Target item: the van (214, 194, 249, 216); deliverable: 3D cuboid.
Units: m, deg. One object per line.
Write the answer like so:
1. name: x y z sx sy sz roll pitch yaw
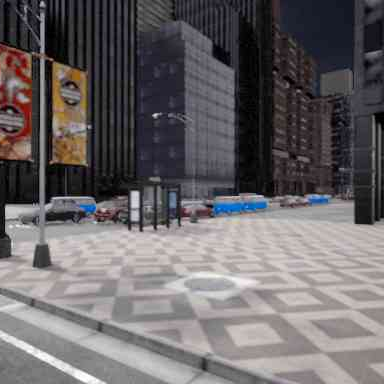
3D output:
1. van: 3.550 1.326 31.952 1.690 1.788 3.998 0 0 35

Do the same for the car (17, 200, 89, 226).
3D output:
1. car: -9.746 1.502 23.393 1.812 1.442 4.674 0 0 37

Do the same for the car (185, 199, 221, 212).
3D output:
1. car: 1.384 1.565 39.005 1.895 1.301 4.718 0 0 36

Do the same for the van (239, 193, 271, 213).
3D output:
1. van: 6.844 1.324 36.575 1.690 1.788 3.998 0 0 35

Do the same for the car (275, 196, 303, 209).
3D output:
1. car: 13.433 1.563 45.823 1.802 1.307 4.206 0 0 35

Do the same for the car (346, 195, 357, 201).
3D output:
1. car: 39.890 1.509 82.952 1.752 1.417 4.829 0 0 35

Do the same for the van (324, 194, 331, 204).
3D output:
1. van: 23.318 1.323 59.694 1.690 1.788 3.998 0 0 35

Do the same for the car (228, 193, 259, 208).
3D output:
1. car: 7.457 1.184 47.449 2.150 2.045 5.566 0 0 36

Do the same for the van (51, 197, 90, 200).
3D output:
1. van: -9.983 1.306 27.650 1.690 1.788 3.998 0 0 35

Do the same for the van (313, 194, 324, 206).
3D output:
1. van: 20.023 1.323 55.071 1.690 1.788 3.998 0 0 35

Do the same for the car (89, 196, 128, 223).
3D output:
1. car: -4.887 1.335 24.707 2.097 1.767 4.553 0 0 35

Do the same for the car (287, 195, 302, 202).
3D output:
1. car: 22.864 1.480 73.748 1.752 1.417 4.829 0 0 35

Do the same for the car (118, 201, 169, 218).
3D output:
1. car: -4.400 1.570 30.901 1.895 1.301 4.718 0 0 35

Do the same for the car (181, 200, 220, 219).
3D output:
1. car: 0.254 1.570 27.328 1.802 1.307 4.206 0 0 35

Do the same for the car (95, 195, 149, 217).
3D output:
1. car: -6.689 1.276 32.273 2.192 1.841 5.009 0 0 35

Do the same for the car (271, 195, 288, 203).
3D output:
1. car: 16.373 1.505 64.640 2.008 1.369 4.403 0 0 35

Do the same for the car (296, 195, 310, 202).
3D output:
1. car: 26.257 1.521 78.511 1.947 1.339 4.313 0 0 35

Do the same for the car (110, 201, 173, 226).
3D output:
1. car: -3.041 1.543 22.704 2.008 1.369 4.403 0 0 35

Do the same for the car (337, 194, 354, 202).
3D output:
1. car: 36.497 1.298 78.189 2.192 1.841 5.009 0 0 35

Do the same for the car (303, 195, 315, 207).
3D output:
1. car: 16.728 1.564 50.447 1.802 1.307 4.206 0 0 35

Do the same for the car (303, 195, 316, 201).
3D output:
1. car: 29.453 1.481 82.995 1.752 1.417 4.829 0 0 35
